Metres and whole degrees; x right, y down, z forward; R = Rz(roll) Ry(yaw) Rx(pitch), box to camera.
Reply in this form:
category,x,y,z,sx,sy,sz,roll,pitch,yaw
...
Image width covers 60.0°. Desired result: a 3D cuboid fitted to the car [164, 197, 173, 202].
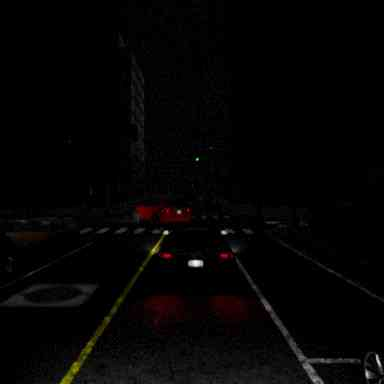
category,x,y,z,sx,sy,sz,roll,pitch,yaw
car,-5.791,1.860,82.906,2.008,1.369,4.403,0,0,0

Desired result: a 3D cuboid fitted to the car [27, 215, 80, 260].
category,x,y,z,sx,sy,sz,roll,pitch,yaw
car,-5.767,1.569,12.703,1.752,1.417,4.829,0,0,0

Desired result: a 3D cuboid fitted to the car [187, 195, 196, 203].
category,x,y,z,sx,sy,sz,roll,pitch,yaw
car,-0.027,1.659,81.388,2.097,1.767,4.553,0,0,0

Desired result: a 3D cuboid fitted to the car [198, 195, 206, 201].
category,x,y,z,sx,sy,sz,roll,pitch,yaw
car,2.730,1.669,93.784,2.192,1.841,5.009,0,0,0

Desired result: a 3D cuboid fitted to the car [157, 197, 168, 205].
category,x,y,z,sx,sy,sz,roll,pitch,yaw
car,-5.785,1.769,66.423,1.752,1.417,4.829,0,0,0

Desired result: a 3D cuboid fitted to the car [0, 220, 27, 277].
category,x,y,z,sx,sy,sz,roll,pitch,yaw
car,-5.765,1.466,7.416,1.967,1.590,4.097,0,0,0

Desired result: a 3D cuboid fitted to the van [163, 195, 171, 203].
category,x,y,z,sx,sy,sz,roll,pitch,yaw
van,-5.790,1.629,77.469,1.690,1.788,3.998,0,0,0

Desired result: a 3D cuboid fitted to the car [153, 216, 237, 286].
category,x,y,z,sx,sy,sz,roll,pitch,yaw
car,0.088,1.595,9.522,1.994,1.385,4.181,0,0,0

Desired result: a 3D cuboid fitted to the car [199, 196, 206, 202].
category,x,y,z,sx,sy,sz,roll,pitch,yaw
car,2.732,1.858,88.516,1.752,1.417,4.829,0,0,0

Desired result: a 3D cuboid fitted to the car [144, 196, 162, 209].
category,x,y,z,sx,sy,sz,roll,pitch,yaw
car,-5.780,1.496,50.281,2.192,1.841,5.009,0,0,0

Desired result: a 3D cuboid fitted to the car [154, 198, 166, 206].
category,x,y,z,sx,sy,sz,roll,pitch,yaw
car,-5.784,1.805,61.155,1.802,1.307,4.206,0,0,0

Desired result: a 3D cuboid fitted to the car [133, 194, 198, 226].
category,x,y,z,sx,sy,sz,roll,pitch,yaw
car,-2.114,1.289,22.521,2.150,2.045,5.566,2,0,-29

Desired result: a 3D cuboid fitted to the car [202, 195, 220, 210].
category,x,y,z,sx,sy,sz,roll,pitch,yaw
car,2.747,1.600,44.846,1.967,1.590,4.097,0,0,0

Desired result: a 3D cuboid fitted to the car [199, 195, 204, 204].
category,x,y,z,sx,sy,sz,roll,pitch,yaw
car,2.742,1.774,61.158,2.008,1.369,4.403,0,0,0

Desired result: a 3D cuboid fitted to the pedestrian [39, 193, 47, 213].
category,x,y,z,sx,sy,sz,roll,pitch,yaw
pedestrian,-13.777,1.002,30.573,0.375,1.860,0.375,0,-1,0

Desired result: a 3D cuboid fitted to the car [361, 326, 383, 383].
category,x,y,z,sx,sy,sz,roll,pitch,yaw
car,2.762,1.573,1.964,1.947,1.339,4.313,0,0,0

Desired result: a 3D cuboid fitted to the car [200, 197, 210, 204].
category,x,y,z,sx,sy,sz,roll,pitch,yaw
car,2.738,1.810,72.034,1.887,1.381,4.507,0,0,0

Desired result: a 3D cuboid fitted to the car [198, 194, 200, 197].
category,x,y,z,sx,sy,sz,roll,pitch,yaw
car,-0.023,1.486,70.774,2.150,2.045,5.566,0,0,0

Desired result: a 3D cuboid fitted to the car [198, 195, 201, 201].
category,x,y,z,sx,sy,sz,roll,pitch,yaw
car,2.740,1.789,66.596,1.887,1.381,4.507,0,0,0
